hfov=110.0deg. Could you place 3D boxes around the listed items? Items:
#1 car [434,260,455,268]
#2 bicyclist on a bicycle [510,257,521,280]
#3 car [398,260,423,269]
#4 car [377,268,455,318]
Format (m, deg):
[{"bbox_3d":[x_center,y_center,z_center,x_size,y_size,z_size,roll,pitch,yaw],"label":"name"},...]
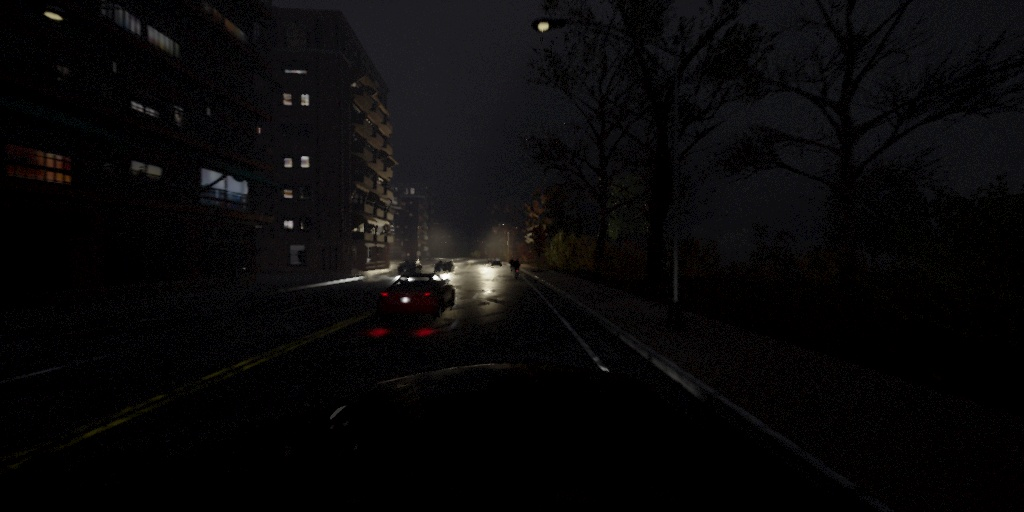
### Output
[{"bbox_3d":[-7.677,1.157,40.926,2.128,1.511,4.902,0,0,-3],"label":"car"},{"bbox_3d":[0.383,1.048,28.615,0.659,1.776,1.843,0,0,-2],"label":"bicyclist on a bicycle"},{"bbox_3d":[-10.798,1.171,38.280,2.128,1.511,4.902,0,0,-3],"label":"car"},{"bbox_3d":[-3.250,1.294,12.854,1.994,1.385,4.181,0,0,-1],"label":"car"}]
